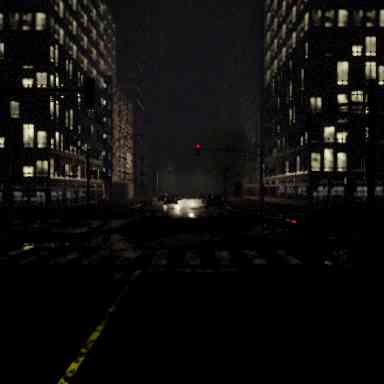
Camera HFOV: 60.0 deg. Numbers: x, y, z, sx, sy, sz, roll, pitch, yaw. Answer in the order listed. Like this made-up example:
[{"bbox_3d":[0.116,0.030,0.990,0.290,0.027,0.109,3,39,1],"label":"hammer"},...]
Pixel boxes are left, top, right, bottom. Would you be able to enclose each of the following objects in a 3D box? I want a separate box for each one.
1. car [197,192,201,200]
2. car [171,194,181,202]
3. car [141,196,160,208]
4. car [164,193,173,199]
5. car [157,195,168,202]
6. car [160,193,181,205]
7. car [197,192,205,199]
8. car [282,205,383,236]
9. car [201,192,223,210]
[{"bbox_3d":[2.438,0.909,78.972,2.192,1.841,5.009,0,0,0],"label":"car"},{"bbox_3d":[-3.213,1.154,67.481,1.837,1.490,4.892,0,1,0],"label":"car"},{"bbox_3d":[-5.841,1.302,44.933,1.752,1.417,4.829,0,0,0],"label":"car"},{"bbox_3d":[-5.957,1.090,84.400,1.752,1.417,4.829,0,0,0],"label":"car"},{"bbox_3d":[-5.907,1.223,67.656,1.947,1.339,4.313,0,0,0],"label":"car"},{"bbox_3d":[-3.222,1.096,51.146,2.097,1.767,4.553,0,0,0],"label":"car"},{"bbox_3d":[2.405,0.845,90.253,2.192,1.841,5.009,0,0,0],"label":"car"},{"bbox_3d":[7.363,1.389,16.888,5.357,1.411,2.033,-2,1,-1],"label":"car"},{"bbox_3d":[2.554,1.119,39.490,2.192,1.841,5.009,-1,0,0],"label":"car"}]
